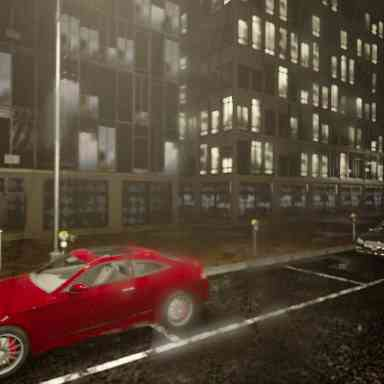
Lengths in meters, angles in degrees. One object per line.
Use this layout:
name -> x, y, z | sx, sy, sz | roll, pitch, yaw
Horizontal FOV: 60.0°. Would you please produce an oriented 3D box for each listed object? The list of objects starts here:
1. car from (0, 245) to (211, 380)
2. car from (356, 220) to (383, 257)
car -> -1.596, 1.590, 5.416 | 4.206, 1.307, 1.802 | 0, 0, -35
car -> 7.675, 1.610, 12.026 | 4.403, 1.369, 2.008 | 0, 0, -35
